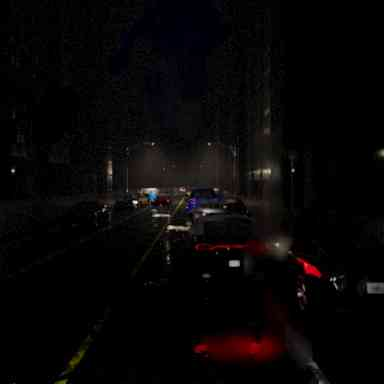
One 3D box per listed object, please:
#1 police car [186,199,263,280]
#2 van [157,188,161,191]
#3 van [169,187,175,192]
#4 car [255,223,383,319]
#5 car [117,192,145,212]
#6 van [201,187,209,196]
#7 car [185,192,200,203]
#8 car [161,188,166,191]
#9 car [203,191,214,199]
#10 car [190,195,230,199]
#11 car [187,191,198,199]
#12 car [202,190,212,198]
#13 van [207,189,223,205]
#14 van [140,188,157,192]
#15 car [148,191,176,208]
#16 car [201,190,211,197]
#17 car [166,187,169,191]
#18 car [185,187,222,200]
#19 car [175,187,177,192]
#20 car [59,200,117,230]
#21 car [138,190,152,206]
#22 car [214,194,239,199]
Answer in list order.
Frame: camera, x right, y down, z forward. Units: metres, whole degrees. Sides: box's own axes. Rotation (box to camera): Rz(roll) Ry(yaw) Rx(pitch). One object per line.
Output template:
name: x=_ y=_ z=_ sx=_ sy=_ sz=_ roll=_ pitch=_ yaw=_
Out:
police car: x=0.856 y=1.234 z=9.511 sx=1.930 sy=1.638 sz=5.238 roll=0 pitch=1 yaw=-1
van: x=-5.690 y=0.421 z=46.508 sx=1.690 sy=1.788 sz=3.998 roll=0 pitch=1 yaw=0
van: x=-5.631 y=-0.251 z=80.347 sx=1.690 sy=1.788 sz=3.998 roll=0 pitch=1 yaw=0
car: x=2.768 y=1.423 z=7.025 sx=1.947 sy=1.339 sz=4.313 roll=0 pitch=1 yaw=0
car: x=-5.718 y=0.965 z=29.594 sx=2.008 sy=1.369 sz=4.403 roll=0 pitch=1 yaw=0
van: x=2.885 y=-0.143 z=74.696 sx=1.690 sy=1.788 sz=3.998 roll=0 pitch=1 yaw=0
car: x=0.096 y=0.704 z=45.164 sx=1.895 sy=1.301 sz=4.718 roll=0 pitch=1 yaw=0
car: x=-5.679 y=0.408 z=52.150 sx=1.967 sy=1.590 sz=4.097 roll=0 pitch=1 yaw=0
car: x=2.856 y=0.434 z=57.782 sx=1.802 sy=1.307 sz=4.206 roll=0 pitch=1 yaw=0
car: x=0.930 y=1.139 z=19.410 sx=1.812 sy=1.442 sz=4.674 roll=0 pitch=1 yaw=0
car: x=0.097 y=0.452 z=57.912 sx=1.895 sy=1.301 sz=4.718 roll=0 pitch=1 yaw=0
car: x=2.866 y=0.322 z=63.421 sx=1.802 sy=1.307 sz=4.206 roll=0 pitch=1 yaw=0
van: x=2.826 y=0.528 z=40.858 sx=1.690 sy=1.788 sz=3.998 roll=0 pitch=1 yaw=0
van: x=-5.700 y=0.532 z=40.869 sx=1.690 sy=1.788 sz=3.998 roll=0 pitch=1 yaw=0
car: x=-3.034 y=0.915 z=34.609 sx=1.895 sy=1.301 sz=4.718 roll=0 pitch=1 yaw=0
car: x=2.876 y=0.194 z=69.061 sx=1.947 sy=1.339 sz=4.313 roll=0 pitch=1 yaw=0
car: x=-5.670 y=0.171 z=57.788 sx=2.192 sy=1.841 sz=5.009 roll=0 pitch=1 yaw=0
car: x=0.741 y=0.716 z=25.411 sx=2.150 sy=2.045 sz=5.566 roll=0 pitch=1 yaw=-1
car: x=-5.620 y=-0.160 z=85.991 sx=1.887 sy=1.381 sz=4.507 roll=0 pitch=1 yaw=0
car: x=-5.738 y=1.204 z=18.315 sx=1.947 sy=1.339 sz=4.313 roll=0 pitch=1 yaw=0
car: x=-5.709 y=0.832 z=35.063 sx=1.752 sy=1.417 sz=4.829 roll=0 pitch=1 yaw=0
car: x=2.797 y=1.067 z=23.944 sx=1.887 sy=1.381 sz=4.507 roll=0 pitch=1 yaw=0
